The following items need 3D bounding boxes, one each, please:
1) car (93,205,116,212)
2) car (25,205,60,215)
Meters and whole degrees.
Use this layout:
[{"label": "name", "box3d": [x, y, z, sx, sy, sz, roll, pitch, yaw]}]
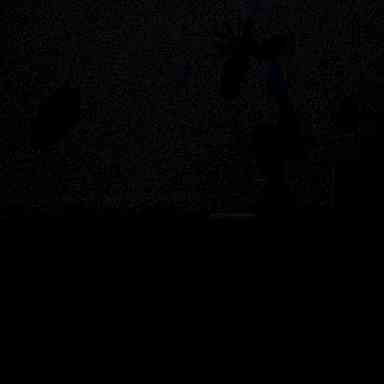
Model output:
[{"label": "car", "box3d": [-16.029, 3.028, 61.010, 1.994, 1.385, 4.181, 1, -1, 36]}, {"label": "car", "box3d": [-21.565, 2.588, 48.298, 1.882, 1.535, 5.008, 1, -1, 35]}]
